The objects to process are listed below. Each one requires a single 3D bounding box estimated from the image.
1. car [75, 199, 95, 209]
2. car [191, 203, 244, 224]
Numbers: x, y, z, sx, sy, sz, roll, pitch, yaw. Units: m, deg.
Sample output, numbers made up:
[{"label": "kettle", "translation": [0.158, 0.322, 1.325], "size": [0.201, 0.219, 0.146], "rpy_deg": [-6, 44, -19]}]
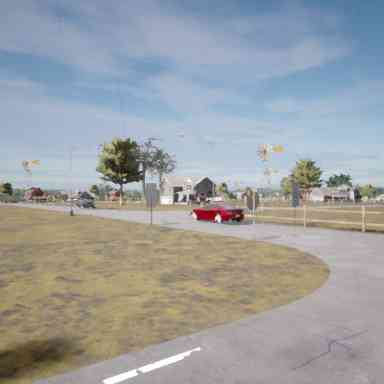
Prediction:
[{"label": "car", "translation": [-16.633, 1.905, 51.589], "size": [1.837, 1.490, 4.892], "rpy_deg": [0, 0, -36]}, {"label": "car", "translation": [1.854, 1.573, 25.826], "size": [1.882, 1.535, 5.008], "rpy_deg": [0, 0, -35]}]
